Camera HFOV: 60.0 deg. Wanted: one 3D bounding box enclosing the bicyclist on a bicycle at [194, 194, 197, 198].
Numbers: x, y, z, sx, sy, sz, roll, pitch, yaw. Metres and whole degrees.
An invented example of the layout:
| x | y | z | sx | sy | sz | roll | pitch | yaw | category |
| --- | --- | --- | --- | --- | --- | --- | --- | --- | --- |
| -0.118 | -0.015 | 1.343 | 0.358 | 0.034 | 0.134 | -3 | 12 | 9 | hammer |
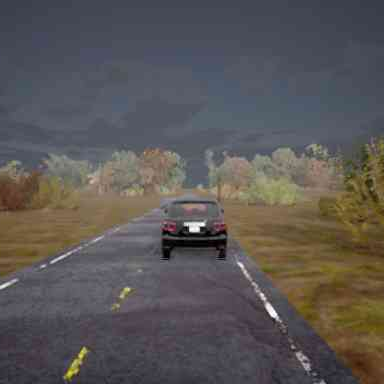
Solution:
| x | y | z | sx | sy | sz | roll | pitch | yaw | category |
| --- | --- | --- | --- | --- | --- | --- | --- | --- | --- |
| 0.831 | 1.398 | 77.364 | 0.866 | 1.612 | 1.509 | 0 | 0 | 0 | bicyclist on a bicycle |

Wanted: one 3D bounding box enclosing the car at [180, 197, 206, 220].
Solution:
| x | y | z | sx | sy | sz | roll | pitch | yaw | category |
| --- | --- | --- | --- | --- | --- | --- | --- | --- | --- |
| 0.089 | 1.352 | 28.652 | 2.097 | 1.767 | 4.553 | 0 | 0 | 0 | car |

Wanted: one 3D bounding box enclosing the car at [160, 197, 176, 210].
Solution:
| x | y | z | sx | sy | sz | roll | pitch | yaw | category |
| --- | --- | --- | --- | --- | --- | --- | --- | --- | --- |
| -3.083 | 1.496 | 43.581 | 1.837 | 1.490 | 4.892 | 0 | 0 | 0 | car |

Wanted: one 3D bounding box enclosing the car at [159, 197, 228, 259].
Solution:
| x | y | z | sx | sy | sz | roll | pitch | yaw | category |
| --- | --- | --- | --- | --- | --- | --- | --- | --- | --- |
| 0.088 | 1.224 | 12.722 | 2.150 | 2.045 | 5.566 | 0 | 0 | 0 | car |

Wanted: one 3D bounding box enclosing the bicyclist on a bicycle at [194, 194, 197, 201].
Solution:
| x | y | z | sx | sy | sz | roll | pitch | yaw | category |
| --- | --- | --- | --- | --- | --- | --- | --- | --- | --- |
| 0.835 | 1.316 | 86.361 | 0.659 | 1.776 | 1.843 | 0 | 0 | 0 | bicyclist on a bicycle |
